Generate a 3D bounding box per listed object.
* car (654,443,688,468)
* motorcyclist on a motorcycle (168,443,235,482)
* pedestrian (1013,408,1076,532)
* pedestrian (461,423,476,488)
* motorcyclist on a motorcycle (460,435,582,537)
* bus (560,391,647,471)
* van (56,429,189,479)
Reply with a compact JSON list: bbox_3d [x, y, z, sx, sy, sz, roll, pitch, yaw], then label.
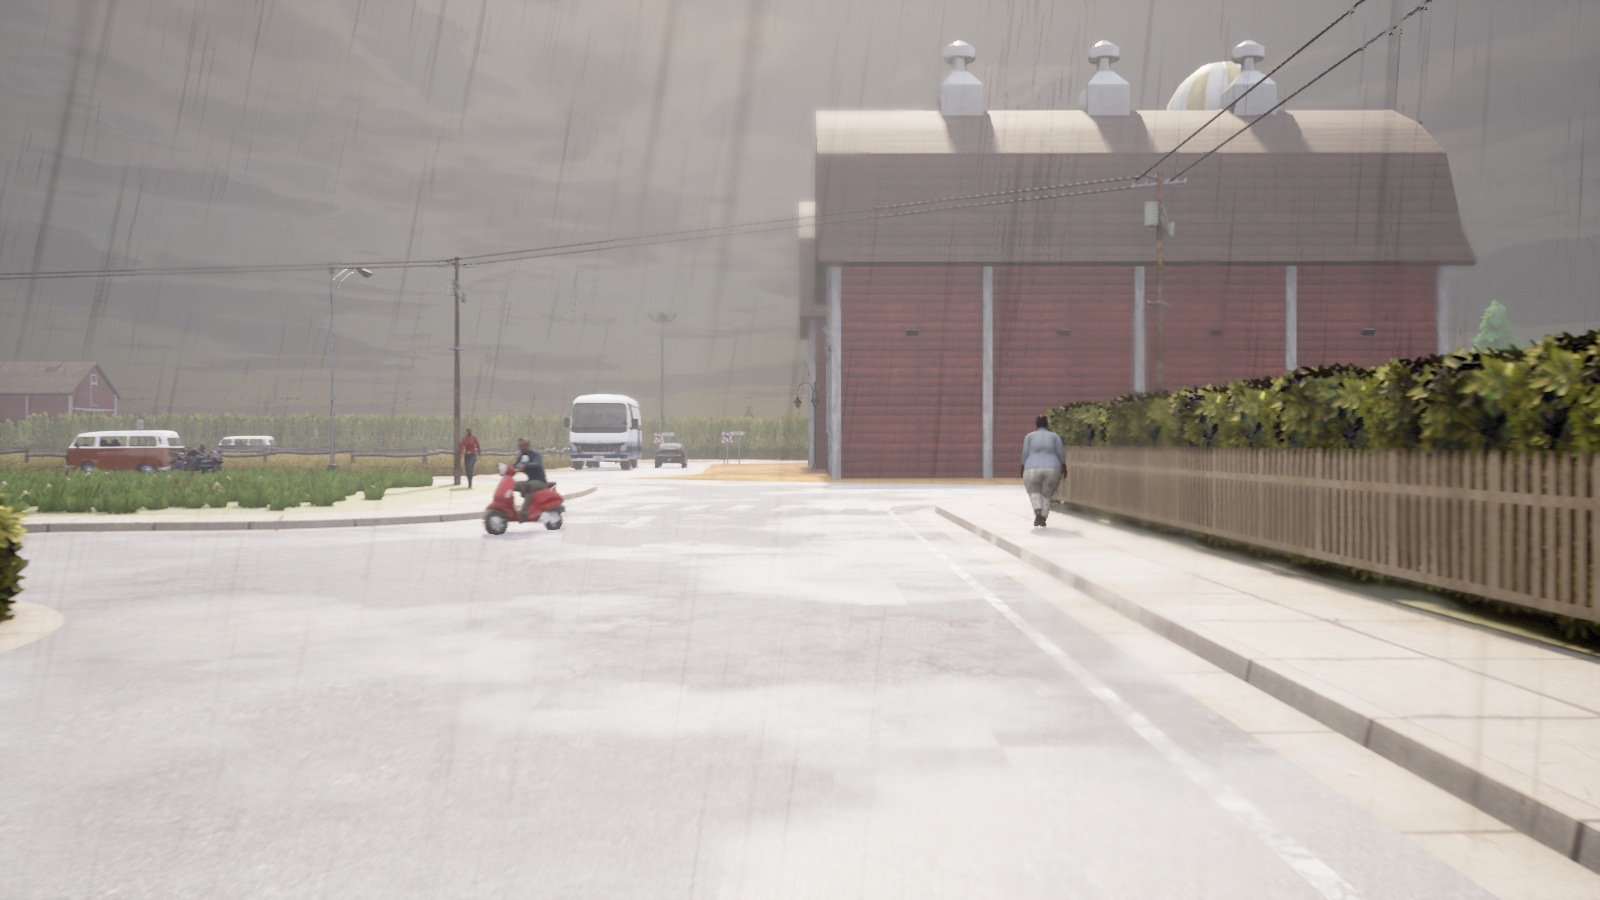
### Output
[{"bbox_3d":[-7.878,0.312,76.963,1.837,1.490,4.892,0,0,-3],"label":"car"},{"bbox_3d":[-23.418,0.486,49.140,2.191,1.530,0.866,0,0,0],"label":"motorcyclist on a motorcycle"},{"bbox_3d":[3.754,0.296,19.359,0.874,1.855,0.900,0,0,7],"label":"pedestrian"},{"bbox_3d":[-9.512,0.157,36.025,0.331,1.846,0.636,0,0,-6],"label":"pedestrian"},{"bbox_3d":[-4.568,0.580,20.675,0.866,1.590,1.817,-4,-2,33],"label":"motorcyclist on a motorcycle"},{"bbox_3d":[-11.166,-1.048,72.553,3.944,4.253,10.273,0,0,-3],"label":"bus"},{"bbox_3d":[-28.361,0.150,52.662,4.480,2.038,2.069,0,0,0],"label":"van"}]
